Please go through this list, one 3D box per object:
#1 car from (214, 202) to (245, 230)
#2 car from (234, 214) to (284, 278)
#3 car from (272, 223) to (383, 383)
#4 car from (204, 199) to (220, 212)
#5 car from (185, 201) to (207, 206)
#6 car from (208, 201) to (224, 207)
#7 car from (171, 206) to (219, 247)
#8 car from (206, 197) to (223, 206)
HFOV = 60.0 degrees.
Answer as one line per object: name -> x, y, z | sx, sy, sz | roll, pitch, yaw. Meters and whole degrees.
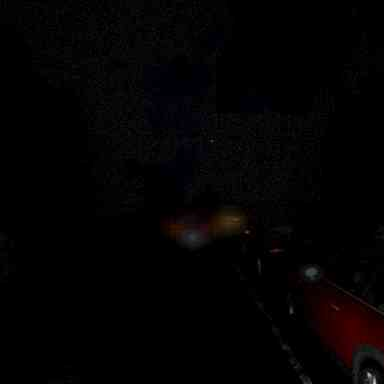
car -> 2.602, 1.611, 21.391 | 1.752, 1.417, 4.829 | 0, 0, 0
car -> 2.623, 1.583, 10.130 | 1.887, 1.381, 4.507 | 0, 0, 0
car -> 2.633, 1.458, 4.585 | 1.967, 1.590, 4.097 | 0, 0, 0
car -> 2.563, 1.728, 43.572 | 1.752, 1.417, 4.829 | 0, 0, 0
car -> 0.022, 1.690, 29.174 | 1.994, 1.385, 4.181 | 0, 0, 0
car -> 2.592, 1.665, 26.765 | 2.008, 1.369, 4.403 | 0, 0, 0
car -> 0.054, 1.583, 15.094 | 1.812, 1.442, 4.674 | 0, 0, 0
car -> 2.573, 1.488, 37.858 | 2.192, 1.841, 5.009 | 0, 0, 0
